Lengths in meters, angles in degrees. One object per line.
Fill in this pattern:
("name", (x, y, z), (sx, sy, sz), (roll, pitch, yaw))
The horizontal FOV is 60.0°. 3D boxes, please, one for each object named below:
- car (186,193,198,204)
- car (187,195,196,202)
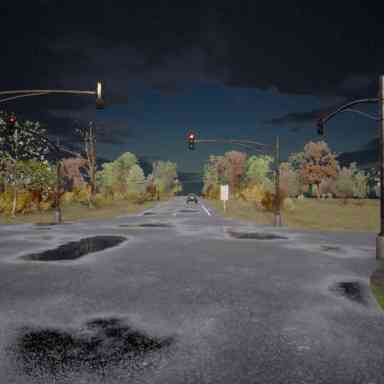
("car", (-0.002, 1.291, 67.629), (2.150, 2.045, 5.566), (0, 0, 0))
("car", (-0.003, 1.464, 78.020), (2.033, 1.411, 5.357), (0, 0, 0))
